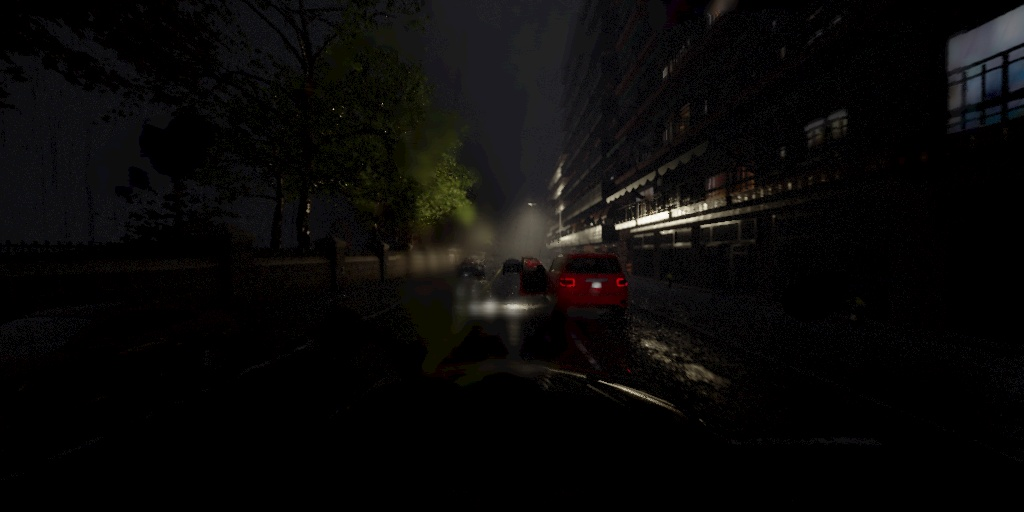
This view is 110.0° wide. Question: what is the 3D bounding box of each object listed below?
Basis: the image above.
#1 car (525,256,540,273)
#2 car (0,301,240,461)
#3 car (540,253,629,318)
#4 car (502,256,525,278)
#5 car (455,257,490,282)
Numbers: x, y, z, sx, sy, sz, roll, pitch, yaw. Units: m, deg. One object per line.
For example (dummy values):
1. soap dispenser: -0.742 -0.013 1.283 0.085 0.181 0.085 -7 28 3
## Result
1. car: 2.678 1.058 44.177 1.888 1.381 4.507 0 0 0
2. car: -5.691 1.314 4.763 1.802 1.307 4.207 0 0 0
3. car: 2.391 0.905 12.811 2.150 2.045 5.566 0 0 0
4. car: 0.032 1.034 35.814 1.882 1.535 5.008 0 0 1
5. car: -3.105 1.093 27.331 2.128 1.511 4.902 0 0 0
